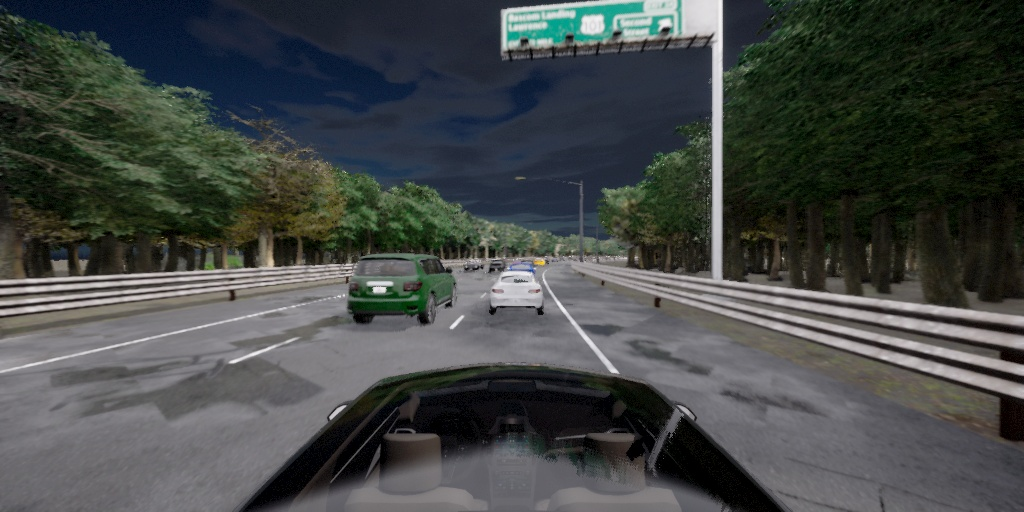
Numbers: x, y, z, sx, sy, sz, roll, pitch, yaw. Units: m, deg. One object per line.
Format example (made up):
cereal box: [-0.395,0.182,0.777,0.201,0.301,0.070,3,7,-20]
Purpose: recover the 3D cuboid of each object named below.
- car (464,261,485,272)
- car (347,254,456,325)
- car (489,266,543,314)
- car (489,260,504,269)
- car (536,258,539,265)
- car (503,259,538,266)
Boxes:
car: [-4.773,1.332,46.149,1.895,1.301,4.718,0,0,6]
car: [-3.343,0.965,11.952,2.150,2.045,5.566,0,0,2]
car: [0.190,1.277,13.691,1.812,1.442,4.674,0,0,2]
car: [-1.537,1.244,42.084,1.837,1.490,4.892,0,0,5]
car: [1.795,1.251,40.859,1.837,1.490,4.892,0,0,5]
car: [0.664,1.227,25.171,1.882,1.535,5.008,0,0,3]
